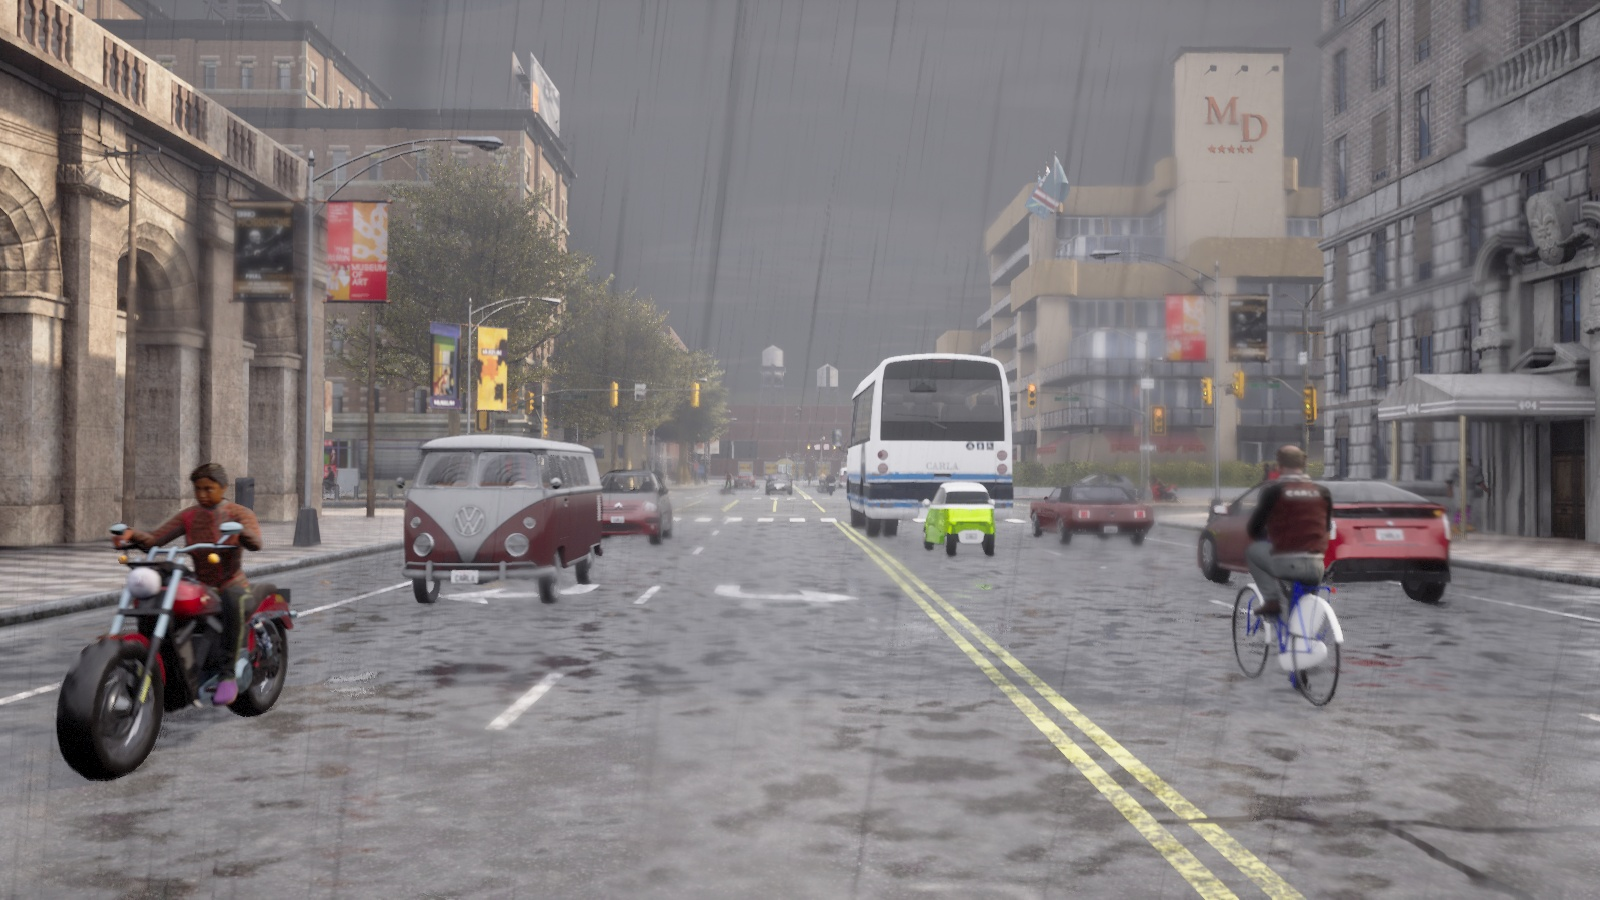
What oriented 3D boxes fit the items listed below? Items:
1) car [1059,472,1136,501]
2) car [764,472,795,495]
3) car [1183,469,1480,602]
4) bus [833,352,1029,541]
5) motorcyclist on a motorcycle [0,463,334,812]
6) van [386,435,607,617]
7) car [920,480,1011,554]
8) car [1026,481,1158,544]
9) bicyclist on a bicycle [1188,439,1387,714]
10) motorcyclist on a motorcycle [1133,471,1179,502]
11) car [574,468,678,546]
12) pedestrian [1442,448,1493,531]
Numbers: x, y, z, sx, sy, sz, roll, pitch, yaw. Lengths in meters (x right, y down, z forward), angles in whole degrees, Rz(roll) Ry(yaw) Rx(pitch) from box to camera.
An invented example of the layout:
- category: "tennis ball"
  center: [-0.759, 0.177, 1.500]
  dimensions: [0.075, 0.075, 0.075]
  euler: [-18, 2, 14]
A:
- category: "car"
  center: [15.693, 1.923, 66.368]
  dimensions: [3.633, 1.501, 1.845]
  euler: [0, -1, -1]
- category: "car"
  center: [-1.442, 2.306, 87.812]
  dimensions: [2.128, 1.511, 4.902]
  euler: [0, -1, -1]
- category: "car"
  center: [6.839, 1.028, 16.795]
  dimensions: [2.007, 1.525, 4.514]
  euler: [0, -1, -1]
- category: "bus"
  center: [3.075, 0.009, 33.390]
  dimensions: [3.944, 4.253, 10.273]
  euler: [0, -1, -1]
- category: "motorcyclist on a motorcycle"
  center: [-3.489, 0.906, 7.159]
  dimensions: [0.766, 1.649, 2.350]
  euler: [0, 0, 0]
- category: "van"
  center: [-3.661, 0.859, 15.963]
  dimensions: [1.775, 1.987, 4.442]
  euler: [0, -1, -1]
- category: "car"
  center: [3.238, 1.292, 24.910]
  dimensions: [1.481, 1.376, 2.207]
  euler: [0, -1, -1]
- category: "car"
  center: [6.662, 1.398, 29.183]
  dimensions: [1.895, 1.301, 4.718]
  euler: [0, -1, -1]
- category: "bicyclist on a bicycle"
  center: [3.441, 0.830, 9.046]
  dimensions: [0.659, 1.776, 1.843]
  euler: [0, -1, -2]
- category: "motorcyclist on a motorcycle"
  center: [17.801, 1.819, 62.842]
  dimensions: [2.044, 1.523, 0.797]
  euler: [-1, 0, -2]
- category: "car"
  center: [-3.820, 1.220, 28.128]
  dimensions: [1.851, 1.617, 3.988]
  euler: [0, -1, -1]
- category: "pedestrian"
  center: [15.791, 0.927, 29.733]
  dimensions: [0.659, 1.952, 0.873]
  euler: [0, -1, -6]
